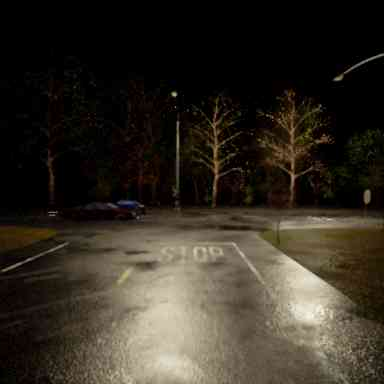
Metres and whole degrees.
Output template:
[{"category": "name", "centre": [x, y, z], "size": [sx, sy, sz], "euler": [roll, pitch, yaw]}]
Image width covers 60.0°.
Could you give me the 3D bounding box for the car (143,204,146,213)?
[{"category": "car", "centre": [-6.350, 1.376, 30.799], "size": [4.181, 1.385, 1.994], "euler": [0, 0, 0]}]

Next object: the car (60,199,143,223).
[{"category": "car", "centre": [-6.531, 1.399, 23.763], "size": [5.357, 1.411, 2.033], "euler": [1, 0, 0]}]
